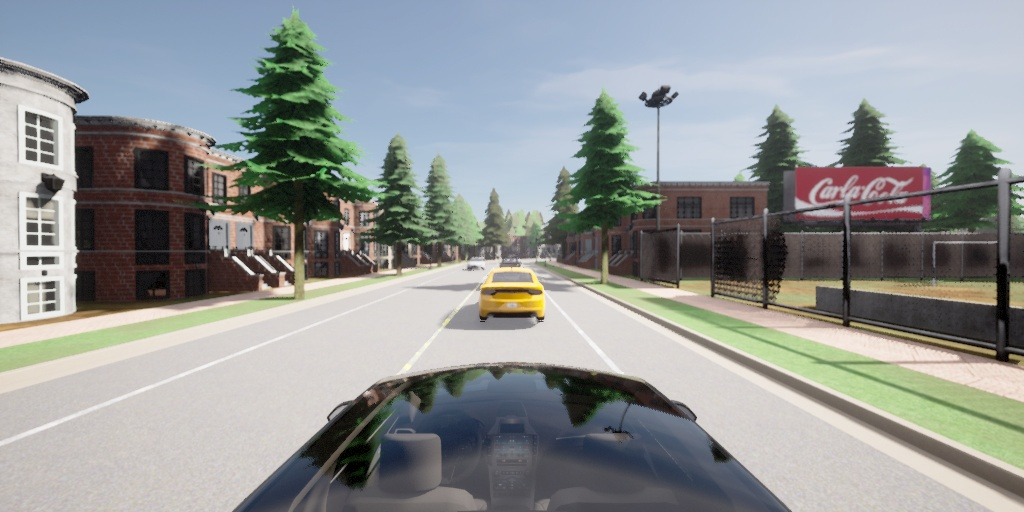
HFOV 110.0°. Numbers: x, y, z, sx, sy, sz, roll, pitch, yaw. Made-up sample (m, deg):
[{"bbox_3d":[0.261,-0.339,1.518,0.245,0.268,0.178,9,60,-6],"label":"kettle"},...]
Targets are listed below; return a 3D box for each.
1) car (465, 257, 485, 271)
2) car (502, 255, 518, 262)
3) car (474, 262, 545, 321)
[{"bbox_3d":[-3.930,0.885,39.769,1.812,1.442,4.674,0,1,-1],"label":"car"},{"bbox_3d":[-0.174,0.928,32.109,2.128,1.511,4.902,0,1,0],"label":"car"},{"bbox_3d":[-0.008,1.122,11.927,1.882,1.535,5.008,0,1,0],"label":"car"}]
